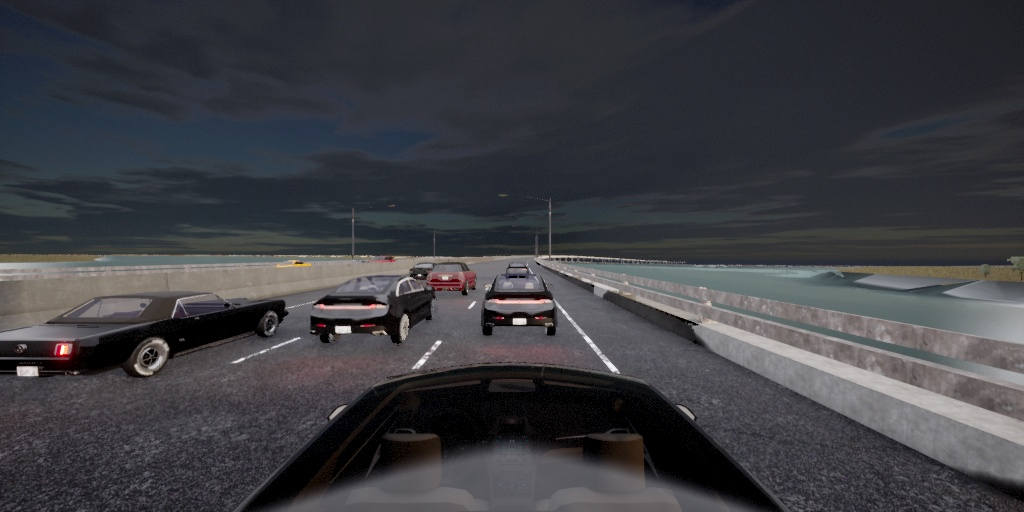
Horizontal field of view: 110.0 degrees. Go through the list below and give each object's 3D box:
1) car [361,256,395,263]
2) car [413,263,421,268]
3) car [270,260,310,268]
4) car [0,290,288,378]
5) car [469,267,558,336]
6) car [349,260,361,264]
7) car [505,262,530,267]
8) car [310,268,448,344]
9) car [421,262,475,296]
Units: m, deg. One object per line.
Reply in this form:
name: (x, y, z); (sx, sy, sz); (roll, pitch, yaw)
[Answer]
car: (-16.890, 0.970, 46.257); (2.150, 2.045, 5.566); (0, 0, 1)
car: (-6.567, 1.229, 28.136); (1.882, 1.535, 5.008); (0, 0, 1)
car: (-24.057, 1.230, 38.991); (1.882, 1.535, 5.008); (0, 0, 1)
car: (-6.852, 1.352, 7.312); (1.895, 1.301, 4.718); (0, 0, 1)
car: (0.186, 1.242, 10.392); (2.128, 1.511, 4.902); (0, 0, 0)
car: (-20.357, 1.295, 47.533); (2.033, 1.411, 5.357); (0, 0, 2)
car: (0.463, 1.241, 30.040); (2.128, 1.511, 4.902); (0, 0, 1)
car: (-3.327, 1.243, 9.543); (2.128, 1.511, 4.902); (0, 0, 1)
car: (-3.204, 1.103, 19.679); (2.097, 1.767, 4.553); (0, 0, 2)
